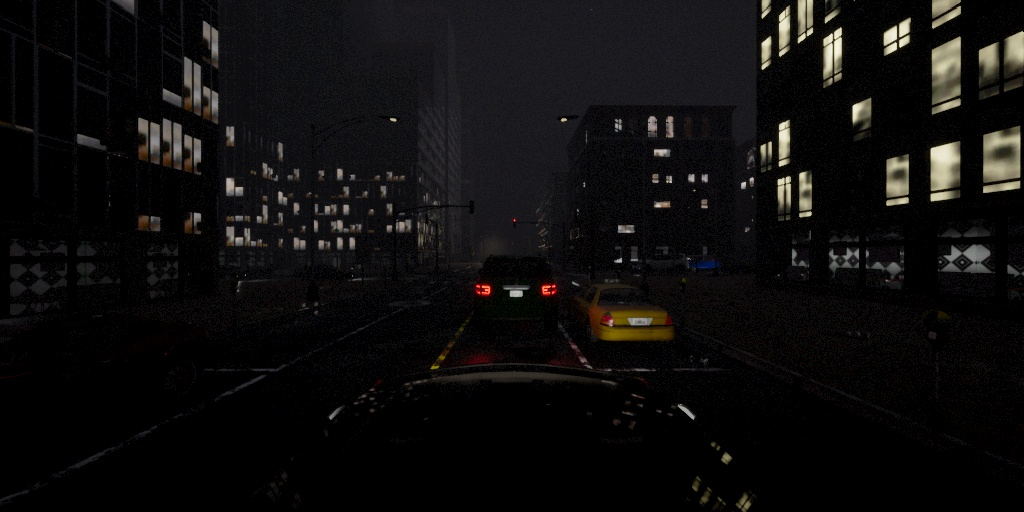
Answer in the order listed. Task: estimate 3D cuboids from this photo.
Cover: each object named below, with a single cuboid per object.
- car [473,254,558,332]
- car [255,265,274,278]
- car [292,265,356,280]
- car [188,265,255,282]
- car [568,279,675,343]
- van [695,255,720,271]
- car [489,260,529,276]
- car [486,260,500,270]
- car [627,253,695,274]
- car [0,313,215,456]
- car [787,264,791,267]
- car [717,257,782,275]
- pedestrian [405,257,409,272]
[{"bbox_3d":[0.090,0.971,11.028,2.150,2.045,5.566,0,0,0],"label":"car"},{"bbox_3d":[-28.439,1.648,39.096,4.403,1.370,2.007,0,0,-1],"label":"car"},{"bbox_3d":[-17.721,1.514,33.861,5.357,1.411,2.033,-1,0,-1],"label":"car"},{"bbox_3d":[-27.536,1.602,33.726,4.892,1.490,1.837,-1,0,-1],"label":"car"},{"bbox_3d":[2.558,1.275,9.475,1.751,1.417,4.829,0,0,0],"label":"car"},{"bbox_3d":[20.941,0.799,39.758,3.998,1.789,1.690,0,0,-1],"label":"van"},{"bbox_3d":[-0.394,1.222,39.073,2.128,1.511,4.902,-1,0,-30],"label":"car"},{"bbox_3d":[-2.898,1.299,55.783,2.033,1.411,5.357,0,0,0],"label":"car"},{"bbox_3d":[15.398,0.755,37.228,5.566,2.045,2.150,-1,0,-1],"label":"car"},{"bbox_3d":[-5.317,1.332,3.738,1.802,1.307,4.207,0,0,0],"label":"car"},{"bbox_3d":[24.457,0.974,34.376,5.357,1.411,2.033,-1,0,-1],"label":"car"},{"bbox_3d":[21.057,1.019,31.878,4.507,1.381,1.888,0,0,-1],"label":"car"},{"bbox_3d":[-12.390,1.020,42.297,0.375,1.860,0.375,0,1,-1],"label":"pedestrian"}]
